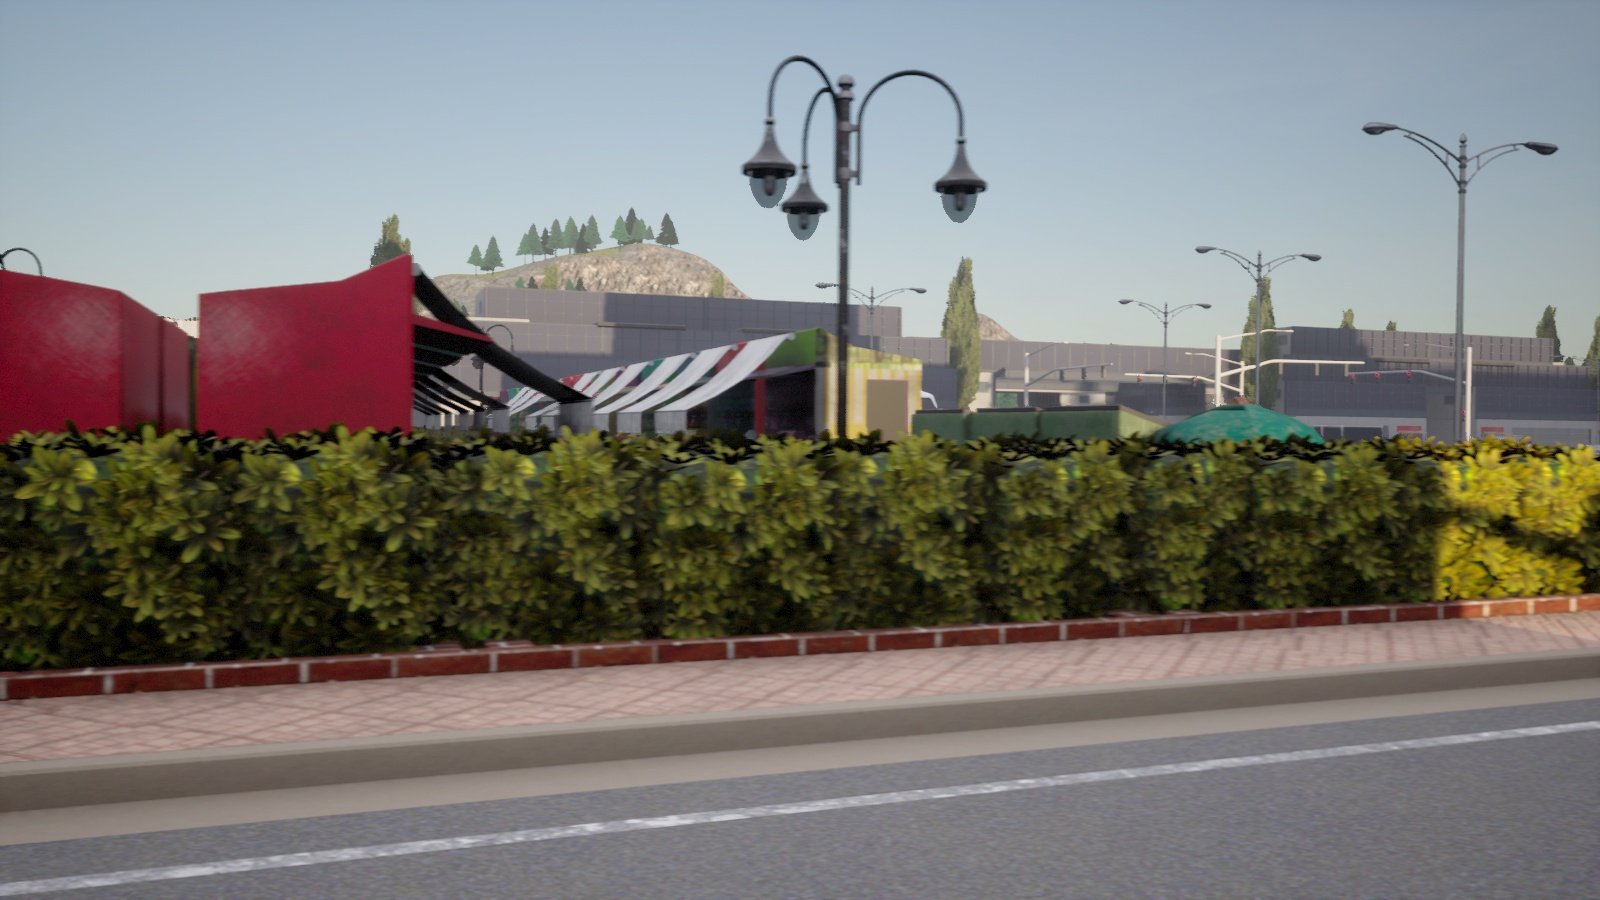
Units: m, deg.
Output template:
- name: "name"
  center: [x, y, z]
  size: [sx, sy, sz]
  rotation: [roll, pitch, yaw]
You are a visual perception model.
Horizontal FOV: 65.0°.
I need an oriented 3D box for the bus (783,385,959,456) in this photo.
- name: "bus"
  center: [4.434, -1.850, 78.623]
  size: [10.273, 4.253, 3.944]
  rotation: [-1, 1, -19]
